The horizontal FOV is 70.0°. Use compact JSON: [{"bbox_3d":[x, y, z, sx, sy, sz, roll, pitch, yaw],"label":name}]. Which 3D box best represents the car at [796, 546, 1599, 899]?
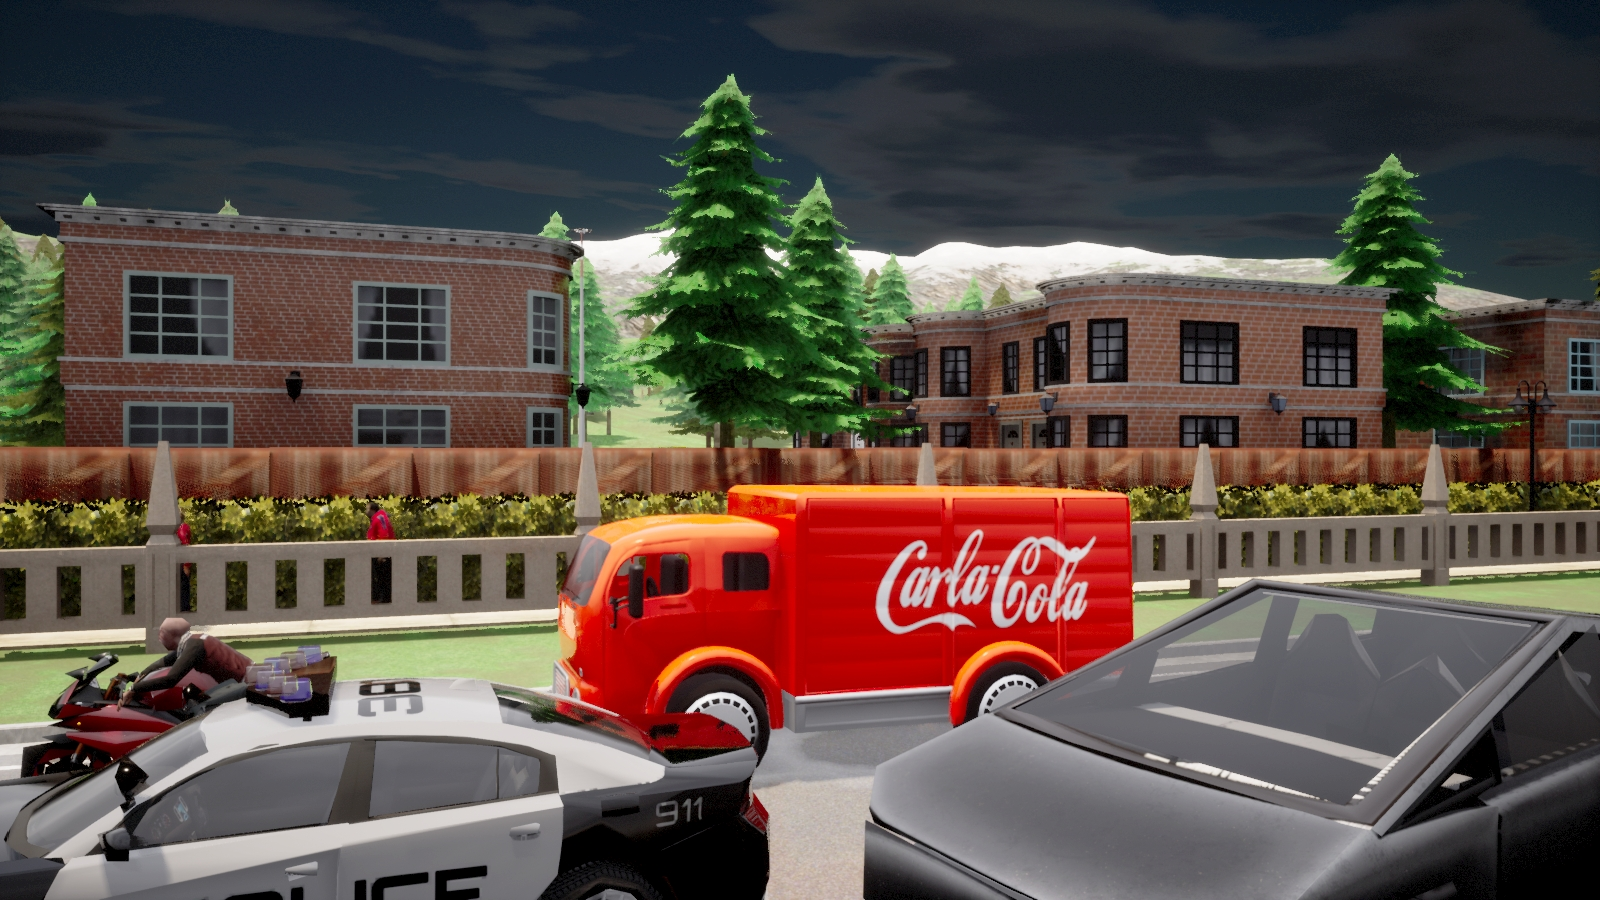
[{"bbox_3d":[3.288,1.756,5.800,6.274,2.098,2.390,0,0,-31],"label":"car"}]

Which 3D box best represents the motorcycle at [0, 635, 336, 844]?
[{"bbox_3d":[-4.855,2.205,8.981,2.209,1.251,0.867,0,0,-20],"label":"motorcycle"}]

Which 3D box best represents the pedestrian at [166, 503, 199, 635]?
[{"bbox_3d":[-8.892,1.701,16.460,0.375,1.860,0.375,0,0,-20],"label":"pedestrian"}]

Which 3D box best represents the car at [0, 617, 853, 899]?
[{"bbox_3d":[-2.539,1.983,6.100,5.238,1.638,2.097,0,0,-20],"label":"car"}]

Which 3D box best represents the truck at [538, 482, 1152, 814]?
[{"bbox_3d":[0.337,1.577,10.870,5.204,2.467,2.627,1,0,-20],"label":"truck"}]

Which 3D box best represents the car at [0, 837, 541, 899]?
[{"bbox_3d":[-2.622,2.065,2.345,4.193,1.474,1.816,0,0,-20],"label":"car"}]

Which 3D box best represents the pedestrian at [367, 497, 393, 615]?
[{"bbox_3d":[-6.801,1.702,18.484,0.375,1.860,0.375,0,0,-23],"label":"pedestrian"}]
